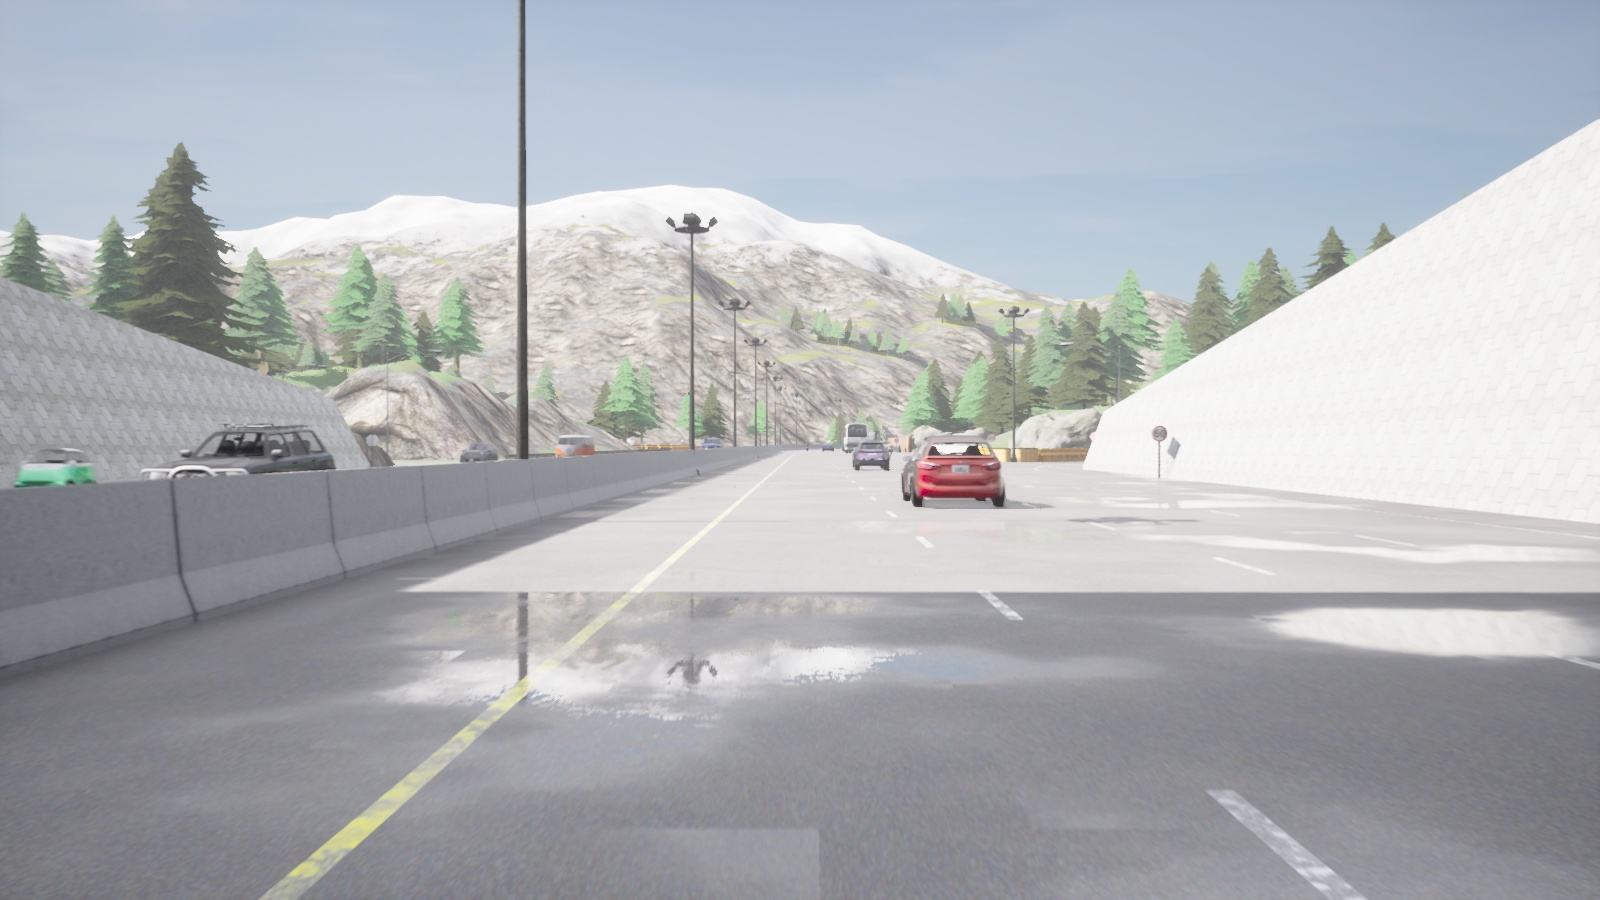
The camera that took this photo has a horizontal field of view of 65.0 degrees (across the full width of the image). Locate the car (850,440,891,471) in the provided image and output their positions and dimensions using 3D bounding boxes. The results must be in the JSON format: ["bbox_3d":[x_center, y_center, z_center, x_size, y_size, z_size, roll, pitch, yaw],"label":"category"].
[{"bbox_3d":[3.918,0.284,70.232,2.033,1.649,4.856,0,0,0],"label":"car"}]

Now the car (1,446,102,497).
[{"bbox_3d":[-20.784,0.587,34.938,1.481,1.376,2.207,0,0,0],"label":"car"}]

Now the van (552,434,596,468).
[{"bbox_3d":[-13.552,0.063,75.479,1.775,1.987,4.442,0,0,0],"label":"van"}]

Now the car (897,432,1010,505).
[{"bbox_3d":[3.693,0.418,31.014,2.242,1.667,4.611,0,0,0],"label":"car"}]

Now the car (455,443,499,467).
[{"bbox_3d":[-20.527,0.293,79.945,1.845,1.501,3.633,0,0,0],"label":"car"}]

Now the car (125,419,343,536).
[{"bbox_3d":[-10.350,0.413,23.426,1.932,1.855,4.605,0,3,0],"label":"car"}]
